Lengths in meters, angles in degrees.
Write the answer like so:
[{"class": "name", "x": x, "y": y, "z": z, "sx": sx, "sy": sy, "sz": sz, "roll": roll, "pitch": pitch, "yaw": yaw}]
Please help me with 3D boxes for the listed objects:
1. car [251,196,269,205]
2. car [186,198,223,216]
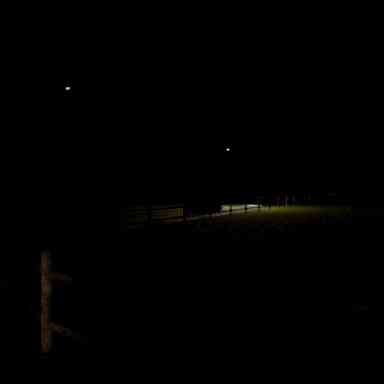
[{"class": "car", "x": 10.881, "y": 1.315, "z": 52.766, "sx": 1.994, "sy": 1.385, "sz": 4.181, "roll": 0, "pitch": 0, "yaw": 31}, {"class": "car", "x": 1.160, "y": 1.321, "z": 30.928, "sx": 1.882, "sy": 1.535, "sz": 5.008, "roll": 0, "pitch": 0, "yaw": 31}]
